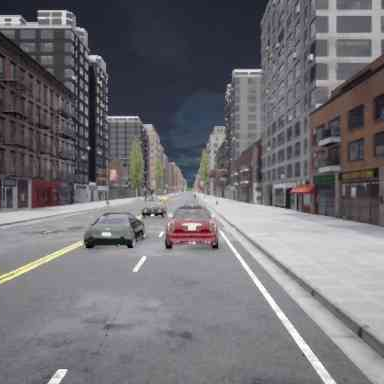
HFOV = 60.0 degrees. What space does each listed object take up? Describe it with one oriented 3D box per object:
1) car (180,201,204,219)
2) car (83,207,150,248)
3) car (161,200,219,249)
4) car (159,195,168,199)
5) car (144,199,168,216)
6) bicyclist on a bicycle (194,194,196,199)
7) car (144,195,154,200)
[{"bbox_3d":[0.000,1.568,29.650,1.994,1.385,4.181,0,0,0],"label":"car"},{"bbox_3d":[-3.250,1.571,14.650,1.994,1.385,4.181,0,0,0],"label":"car"},{"bbox_3d":[0.000,1.364,14.620,2.097,1.767,4.553,0,0,0],"label":"car"},{"bbox_3d":[-6.500,1.422,75.931,1.882,1.535,5.008,0,0,0],"label":"car"},{"bbox_3d":[-3.250,1.612,29.680,1.895,1.301,4.718,0,0,0],"label":"car"},{"bbox_3d":[0.895,1.394,90.255,0.582,1.620,1.656,0,0,0],"label":"bicyclist on a bicycle"},{"bbox_3d":[-9.750,1.469,75.931,2.128,1.511,4.902,0,0,0],"label":"car"}]
